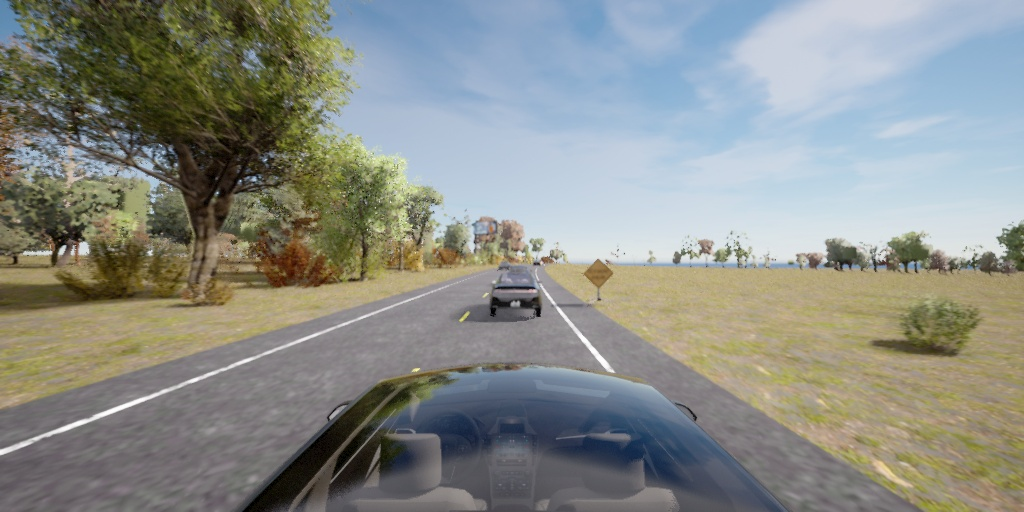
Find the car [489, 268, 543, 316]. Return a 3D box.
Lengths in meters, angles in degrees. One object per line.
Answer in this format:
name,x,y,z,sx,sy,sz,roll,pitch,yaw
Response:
car,0.176,1.386,14.081,2.128,1.511,4.902,0,-1,2

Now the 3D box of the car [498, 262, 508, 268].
car,-1.235,1.696,60.586,1.837,1.490,4.892,0,0,5

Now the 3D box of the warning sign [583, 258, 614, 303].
warning sign,3.691,1.023,15.254,1.300,1.860,1.060,0,0,1

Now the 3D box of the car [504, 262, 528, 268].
car,0.585,1.521,29.059,1.837,1.490,4.892,0,0,3
